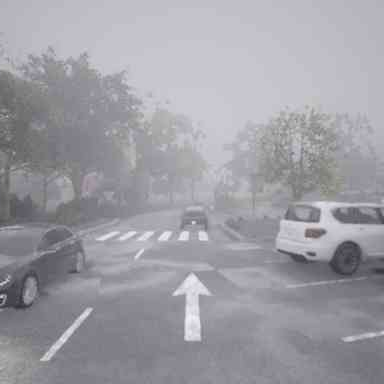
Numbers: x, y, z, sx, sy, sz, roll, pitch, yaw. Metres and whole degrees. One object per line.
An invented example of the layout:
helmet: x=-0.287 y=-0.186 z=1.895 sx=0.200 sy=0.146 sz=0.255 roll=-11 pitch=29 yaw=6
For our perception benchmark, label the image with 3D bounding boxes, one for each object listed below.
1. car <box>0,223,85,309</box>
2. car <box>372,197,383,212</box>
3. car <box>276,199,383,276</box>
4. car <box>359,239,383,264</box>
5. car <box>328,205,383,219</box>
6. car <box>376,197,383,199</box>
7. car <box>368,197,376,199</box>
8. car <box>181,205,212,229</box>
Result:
car: x=-4.121 y=1.581 z=8.116 sx=1.837 sy=1.490 sz=4.892 roll=0 pitch=0 yaw=0
car: x=27.057 y=1.664 z=43.860 sx=2.435 sy=2.045 sz=5.566 roll=1 pitch=-2 yaw=-22
car: x=5.393 y=1.336 z=10.701 sx=5.566 sy=2.045 sz=2.435 roll=1 pitch=-1 yaw=-20
car: x=5.201 y=1.525 z=4.606 sx=5.366 sy=1.575 sz=1.946 roll=1 pitch=0 yaw=-20
car: x=16.034 y=1.915 z=32.569 sx=4.718 sy=1.301 sz=1.895 roll=0 pitch=-1 yaw=-1
car: x=18.367 y=1.495 z=26.686 sx=2.435 sy=2.045 sz=5.566 roll=0 pitch=0 yaw=-21
car: x=23.997 y=1.663 z=43.825 sx=2.435 sy=2.045 sz=5.566 roll=0 pitch=-1 yaw=-21
car: x=0.330 y=1.730 z=23.793 sx=1.837 sy=1.490 sz=4.892 roll=0 pitch=0 yaw=5
